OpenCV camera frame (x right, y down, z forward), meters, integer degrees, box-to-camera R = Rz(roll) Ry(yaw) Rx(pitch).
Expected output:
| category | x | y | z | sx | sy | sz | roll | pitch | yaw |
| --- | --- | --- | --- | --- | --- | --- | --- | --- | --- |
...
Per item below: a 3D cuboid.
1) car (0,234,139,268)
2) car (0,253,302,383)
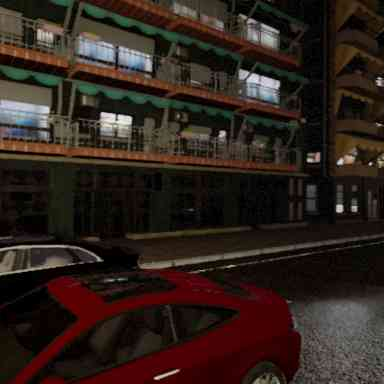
| category | x | y | z | sx | sy | sz | roll | pitch | yaw |
| --- | --- | --- | --- | --- | --- | --- | --- | --- | --- |
| car | -3.151 | 1.498 | 5.432 | 4.902 | 1.511 | 2.128 | 1 | -1 | -36 |
| car | -0.912 | 1.536 | 3.034 | 4.674 | 1.442 | 1.812 | 1 | -1 | -35 |
